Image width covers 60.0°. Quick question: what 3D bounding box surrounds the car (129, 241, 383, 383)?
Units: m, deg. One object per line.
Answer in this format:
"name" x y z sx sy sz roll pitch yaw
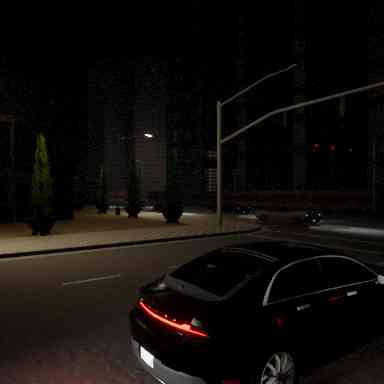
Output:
"car" 1.506 1.505 4.930 4.892 1.490 1.837 0 0 -35

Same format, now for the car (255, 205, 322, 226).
"car" 6.875 1.643 24.031 1.895 1.301 4.718 0 -1 -36

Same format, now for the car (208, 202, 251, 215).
"car" 3.792 1.656 34.249 1.895 1.301 4.718 0 0 -36

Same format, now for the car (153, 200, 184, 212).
"car" -2.676 1.619 37.212 1.994 1.385 4.181 0 0 -36

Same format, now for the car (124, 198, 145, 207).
"car" -9.080 1.561 52.046 1.837 1.490 4.892 0 0 -36

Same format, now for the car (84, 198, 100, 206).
"car" -16.703 1.656 56.702 1.895 1.301 4.718 0 0 -36
